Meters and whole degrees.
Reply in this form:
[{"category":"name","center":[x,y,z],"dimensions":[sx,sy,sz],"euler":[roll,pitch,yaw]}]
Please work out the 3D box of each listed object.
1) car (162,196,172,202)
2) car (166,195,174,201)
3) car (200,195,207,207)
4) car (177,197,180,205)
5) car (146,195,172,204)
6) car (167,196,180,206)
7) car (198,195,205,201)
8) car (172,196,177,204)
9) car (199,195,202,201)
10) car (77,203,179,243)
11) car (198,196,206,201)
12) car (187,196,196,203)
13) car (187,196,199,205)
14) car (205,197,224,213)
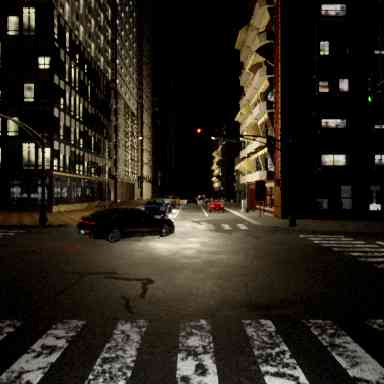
[{"category":"car","center":[-5.810,1.589,78.411],"dimensions":[2.008,1.369,4.403],"euler":[0,0,0]},{"category":"car","center":[-5.828,1.595,89.708],"dimensions":[1.887,1.381,4.507],"euler":[0,0,0]},{"category":"car","center":[2.614,1.567,50.181],"dimensions":[2.008,1.369,4.403],"euler":[0,0,0]},{"category":"car","center":[-3.146,1.615,46.478],"dimensions":[1.895,1.301,4.718],"euler":[0,0,0]},{"category":"car","center":[-3.138,1.357,28.173],"dimensions":[2.097,1.767,4.553],"euler":[0,0,0]},{"category":"car","center":[-3.088,1.498,56.751],"dimensions":[1.882,1.535,5.008],"euler":[0,0,0]},{"category":"car","center":[2.552,1.491,89.721],"dimensions":[1.967,1.590,4.097],"euler":[0,0,0]},{"category":"car","center":[-3.152,1.500,37.221],"dimensions":[2.128,1.511,4.902],"euler":[0,0,0]},{"category":"car","center":[2.606,1.571,55.830],"dimensions":[2.008,1.369,4.403],"euler":[0,0,0]},{"category":"car","center":[-2.967,1.486,15.922],"dimensions":[4.892,1.490,1.837],"euler":[1,2,-45]},{"category":"car","center":[2.561,1.626,84.073],"dimensions":[1.802,1.307,4.206],"euler":[0,0,0]},{"category":"car","center":[-0.106,1.583,70.271],"dimensions":[1.994,1.385,4.181],"euler":[0,0,0]},{"category":"car","center":[0.010,1.587,60.229],"dimensions":[1.994,1.385,4.181],"euler":[0,0,0]},{"category":"car","center":[2.685,1.591,37.264],"dimensions":[1.802,1.307,4.206],"euler":[0,0,0]}]
